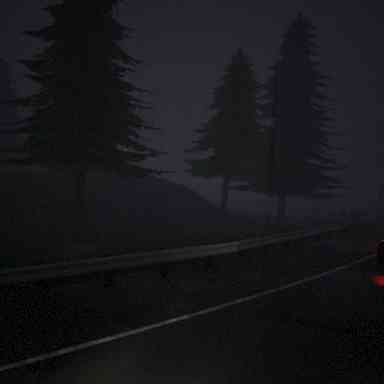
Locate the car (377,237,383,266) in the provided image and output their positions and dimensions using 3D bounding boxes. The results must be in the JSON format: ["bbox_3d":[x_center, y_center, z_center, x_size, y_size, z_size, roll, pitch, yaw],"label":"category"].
[{"bbox_3d":[7.666,1.638,10.870,4.181,1.385,1.994,0,0,-44],"label":"car"}]
